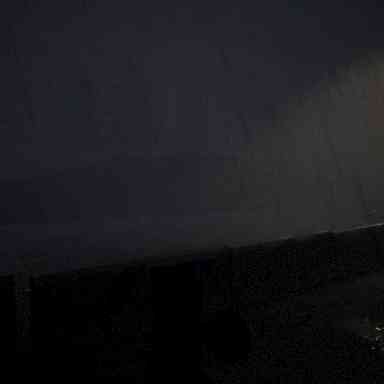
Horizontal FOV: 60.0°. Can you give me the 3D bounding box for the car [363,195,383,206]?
[{"bbox_3d":[24.015,1.045,42.557,5.357,1.411,2.033,-1,1,-35],"label":"car"}]
